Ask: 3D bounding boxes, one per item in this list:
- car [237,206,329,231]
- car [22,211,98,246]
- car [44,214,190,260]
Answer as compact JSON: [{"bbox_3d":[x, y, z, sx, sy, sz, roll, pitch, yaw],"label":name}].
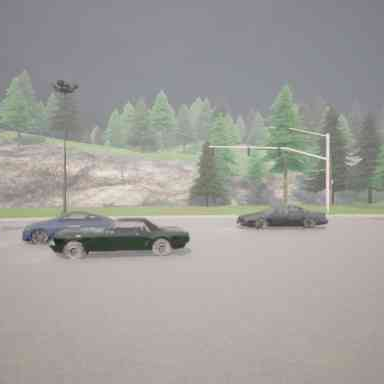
[{"bbox_3d":[5.518,1.547,20.410,5.357,1.411,2.033,0,0,-7],"label":"car"},{"bbox_3d":[-5.290,1.564,15.021,4.181,1.385,1.994,0,0,-11],"label":"car"},{"bbox_3d":[-2.537,1.601,12.039,4.718,1.301,1.895,0,0,-11],"label":"car"}]
